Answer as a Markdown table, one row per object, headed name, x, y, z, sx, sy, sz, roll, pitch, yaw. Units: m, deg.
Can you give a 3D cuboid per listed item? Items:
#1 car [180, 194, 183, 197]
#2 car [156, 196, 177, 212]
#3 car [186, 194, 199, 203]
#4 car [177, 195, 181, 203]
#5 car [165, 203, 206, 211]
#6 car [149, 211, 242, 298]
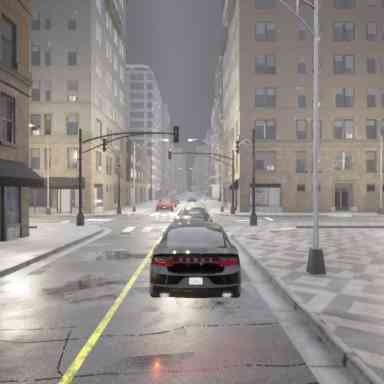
| name | x | y | z | sx | sy | sz | roll | pitch | yaw |
| --- | --- | --- | --- | --- | --- | --- | --- | --- | --- |
| car | -3.134 | 1.500 | 59.642 | 1.837 | 1.490 | 4.892 | 0 | 0 | 0 |
| car | -3.142 | 1.474 | 39.736 | 1.882 | 1.535 | 5.008 | 0 | 0 | -1 |
| car | -0.007 | 1.595 | 70.776 | 1.895 | 1.301 | 4.718 | 0 | 0 | 0 |
| car | -3.121 | 1.543 | 49.468 | 2.033 | 1.411 | 5.357 | 0 | 0 | 0 |
| car | 0.088 | 1.546 | 18.366 | 2.033 | 1.411 | 5.357 | 0 | 0 | 6 |
| car | 0.066 | 1.477 | 8.556 | 1.882 | 1.535 | 5.008 | 0 | 0 | 0 |
